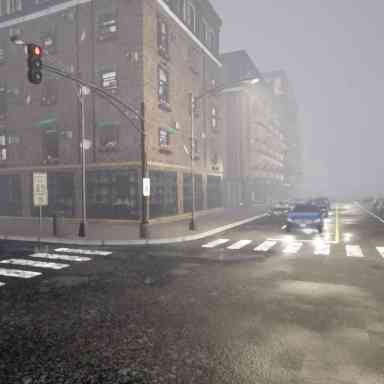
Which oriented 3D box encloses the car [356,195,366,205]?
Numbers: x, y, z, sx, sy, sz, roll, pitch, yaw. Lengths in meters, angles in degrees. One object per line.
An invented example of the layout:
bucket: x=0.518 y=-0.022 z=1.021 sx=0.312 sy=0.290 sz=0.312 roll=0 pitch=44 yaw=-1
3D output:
car: x=26.528 y=1.269 z=50.355 sx=2.008 sy=1.369 sz=4.403 roll=-1 pitch=0 yaw=24

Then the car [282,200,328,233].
car: x=6.592 y=1.430 z=19.118 sx=1.812 sy=1.442 sz=4.674 roll=0 pitch=0 yaw=24

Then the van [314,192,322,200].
van: x=30.229 y=1.036 z=79.802 sx=1.690 sy=1.788 sz=3.998 roll=-1 pitch=0 yaw=24

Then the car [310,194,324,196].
car: x=14.698 y=1.301 z=37.688 sx=1.882 sy=1.535 sz=5.008 roll=0 pitch=0 yaw=24

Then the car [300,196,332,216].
car: x=10.355 y=1.357 z=27.689 sx=2.128 sy=1.511 sz=4.902 roll=0 pitch=0 yaw=24

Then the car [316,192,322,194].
car: x=23.395 y=1.186 z=64.137 sx=1.967 sy=1.590 sz=4.097 roll=-1 pitch=0 yaw=24

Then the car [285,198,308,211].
car: x=12.008 y=1.397 z=38.031 sx=2.008 sy=1.369 sz=4.403 roll=-1 pitch=0 yaw=24

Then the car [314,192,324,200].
car: x=32.506 y=0.994 z=85.021 sx=2.192 sy=1.841 sz=5.009 roll=-1 pitch=0 yaw=24

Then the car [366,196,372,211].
car: x=19.693 y=1.331 z=34.691 sx=2.008 sy=1.369 sz=4.403 roll=-1 pitch=0 yaw=24

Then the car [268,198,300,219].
car: x=7.451 y=1.442 z=27.588 sx=2.008 sy=1.369 sz=4.403 roll=-1 pitch=0 yaw=24

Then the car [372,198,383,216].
car: x=17.415 y=1.385 z=29.469 sx=1.802 sy=1.307 sz=4.206 roll=-1 pitch=0 yaw=24
